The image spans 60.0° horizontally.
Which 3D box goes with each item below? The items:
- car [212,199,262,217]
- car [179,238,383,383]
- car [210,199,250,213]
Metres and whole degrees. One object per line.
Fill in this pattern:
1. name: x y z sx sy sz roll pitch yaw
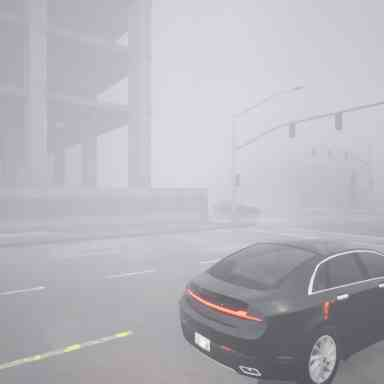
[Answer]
1. car: 4.322 1.601 31.429 1.895 1.301 4.718 0 0 -36
2. car: 2.106 1.505 5.292 4.892 1.490 1.837 0 0 -35
3. car: 4.192 1.525 37.572 1.812 1.442 4.674 0 0 -36
